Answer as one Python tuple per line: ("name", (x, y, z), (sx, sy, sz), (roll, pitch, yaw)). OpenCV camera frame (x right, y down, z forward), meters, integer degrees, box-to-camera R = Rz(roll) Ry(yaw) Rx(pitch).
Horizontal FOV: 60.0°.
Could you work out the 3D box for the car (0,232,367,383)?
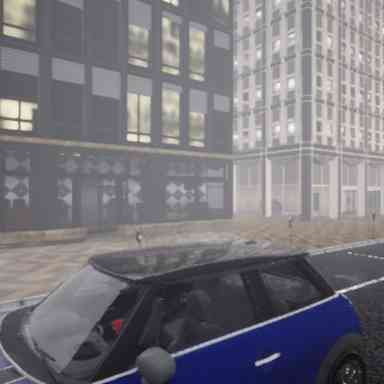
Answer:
("car", (-0.430, 1.352, 3.061), (4.553, 1.767, 2.097), (0, 0, -35))
